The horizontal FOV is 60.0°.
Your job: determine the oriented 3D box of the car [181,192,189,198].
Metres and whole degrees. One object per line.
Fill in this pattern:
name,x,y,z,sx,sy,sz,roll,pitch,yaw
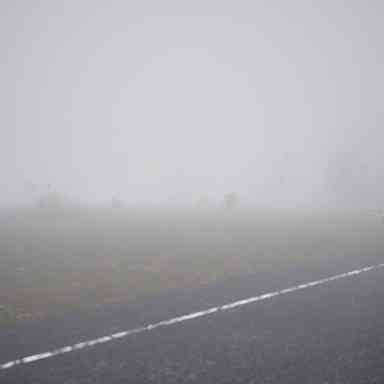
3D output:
car,-2.786,0.963,70.614,2.150,2.045,5.566,0,0,-34

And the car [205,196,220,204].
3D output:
car,3.326,1.437,61.503,1.994,1.385,4.181,0,0,-34
